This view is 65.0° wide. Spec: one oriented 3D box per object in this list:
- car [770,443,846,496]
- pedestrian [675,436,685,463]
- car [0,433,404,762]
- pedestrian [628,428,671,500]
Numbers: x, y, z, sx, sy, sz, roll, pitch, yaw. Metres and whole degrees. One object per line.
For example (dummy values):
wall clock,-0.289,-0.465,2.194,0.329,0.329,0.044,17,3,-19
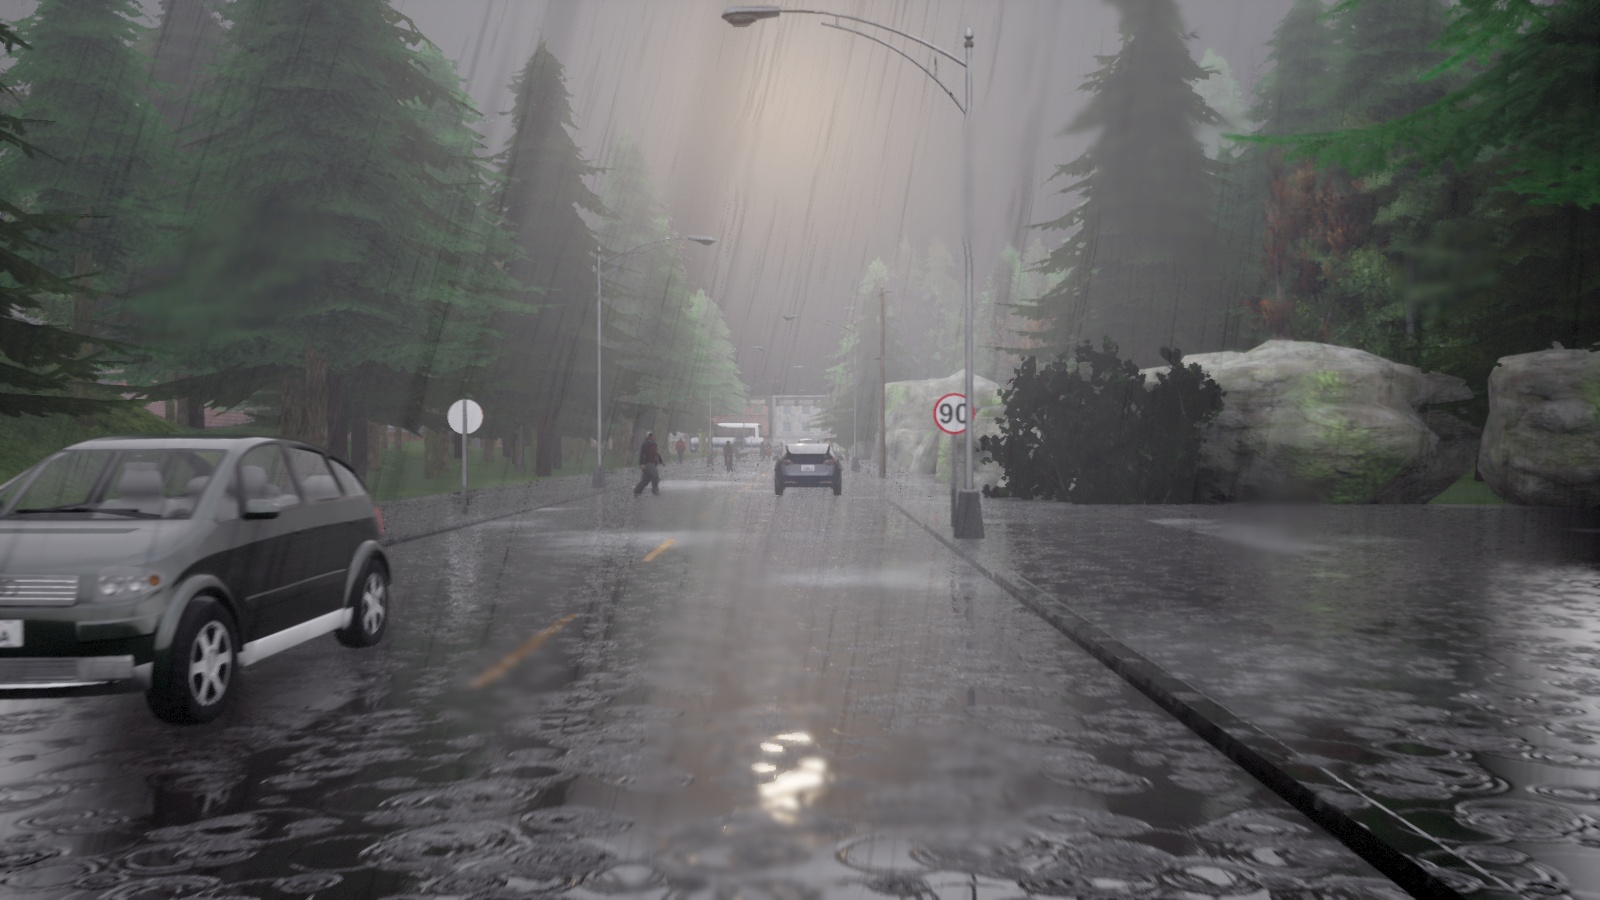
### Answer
car,0.243,0.533,37.882,2.163,1.488,4.792,0,0,0
pedestrian,-8.403,-0.048,88.259,0.634,1.844,0.899,0,0,-1
car,-3.940,0.675,7.774,1.789,1.549,3.705,0,1,0
pedestrian,-3.927,0.348,32.740,0.899,1.844,0.634,0,0,26
